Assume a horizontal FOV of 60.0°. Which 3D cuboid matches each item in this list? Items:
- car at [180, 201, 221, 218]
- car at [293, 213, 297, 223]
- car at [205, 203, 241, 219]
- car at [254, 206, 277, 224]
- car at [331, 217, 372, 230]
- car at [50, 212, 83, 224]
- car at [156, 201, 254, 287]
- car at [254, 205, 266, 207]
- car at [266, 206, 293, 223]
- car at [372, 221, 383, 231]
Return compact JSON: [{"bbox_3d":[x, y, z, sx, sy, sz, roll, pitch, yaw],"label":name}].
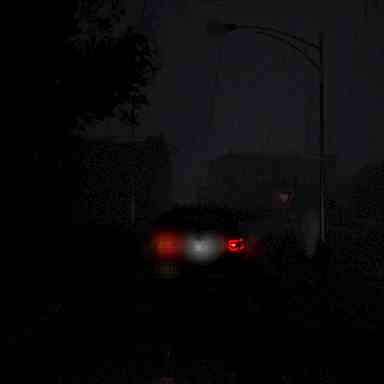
[{"bbox_3d":[0.960,2.104,41.677,2.435,2.045,5.566,1,-2,-31],"label":"car"},{"bbox_3d":[12.590,3.332,44.280,1.946,1.575,5.366,6,-3,-31],"label":"car"},{"bbox_3d":[3.826,2.391,42.329,2.185,1.767,4.553,4,-3,-32],"label":"car"},{"bbox_3d":[5.257,2.387,33.275,5.357,1.411,2.033,4,-2,-12],"label":"car"},{"bbox_3d":[21.530,4.228,45.855,2.002,1.452,4.674,6,-3,-31],"label":"car"},{"bbox_3d":[-13.370,2.598,33.296,4.718,1.301,1.895,-2,-2,16],"label":"car"},{"bbox_3d":[0.253,1.384,9.926,2.150,2.045,5.566,0,-1,1],"label":"car"},{"bbox_3d":[6.788,2.638,42.893,2.185,1.767,4.553,6,-3,-32],"label":"car"},{"bbox_3d":[9.773,2.801,43.516,2.435,2.045,5.566,7,-4,-31],"label":"car"},{"bbox_3d":[24.489,4.513,46.434,2.002,1.452,4.674,7,-4,-31],"label":"car"}]
